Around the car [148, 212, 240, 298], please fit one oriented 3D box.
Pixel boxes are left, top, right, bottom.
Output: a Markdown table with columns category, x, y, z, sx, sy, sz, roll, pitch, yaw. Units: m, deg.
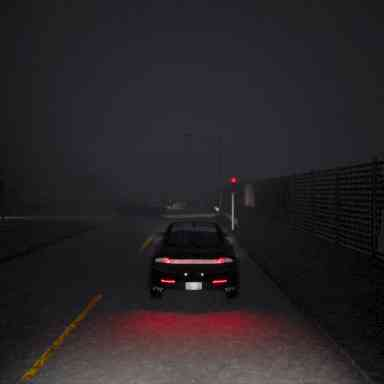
| category | x | y | z | sx | sy | sz | roll | pitch | yaw |
| --- | --- | --- | --- | --- | --- | --- | --- | --- | --- |
| car | 0.057 | 1.489 | 8.461 | 2.128 | 1.511 | 4.902 | 0 | 0 | 1 |

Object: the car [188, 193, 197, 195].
| category | x | y | z | sx | sy | sz | roll | pitch | yaw |
| --- | --- | --- | --- | --- | --- | --- | --- | --- | --- |
| car | 0.090 | 1.196 | 87.428 | 2.150 | 2.045 | 5.566 | 0 | 0 | 0 |

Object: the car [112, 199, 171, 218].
| category | x | y | z | sx | sy | sz | roll | pitch | yaw |
| --- | --- | --- | --- | --- | --- | --- | --- | --- | --- |
| car | -4.652 | 1.591 | 29.889 | 4.718 | 1.301 | 1.895 | 0 | 0 | -26 |

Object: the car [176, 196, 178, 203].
| category | x | y | z | sx | sy | sz | roll | pitch | yaw |
| --- | --- | --- | --- | --- | --- | --- | --- | --- | --- |
| car | -4.002 | 1.581 | 60.668 | 1.895 | 1.301 | 4.718 | 0 | 0 | 0 |

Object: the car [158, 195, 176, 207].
| category | x | y | z | sx | sy | sz | roll | pitch | yaw |
| --- | --- | --- | --- | --- | --- | --- | --- | --- | --- |
| car | -4.040 | 1.335 | 51.300 | 2.097 | 1.767 | 4.553 | 0 | 0 | 0 |

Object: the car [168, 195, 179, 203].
| category | x | y | z | sx | sy | sz | roll | pitch | yaw |
| --- | --- | --- | --- | --- | --- | --- | --- | --- | --- |
| car | -3.923 | 1.454 | 71.103 | 1.882 | 1.535 | 5.008 | 0 | 0 | 0 |

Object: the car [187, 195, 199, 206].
| category | x | y | z | sx | sy | sz | roll | pitch | yaw |
| --- | --- | --- | --- | --- | --- | --- | --- | --- | --- |
| car | 0.169 | 1.582 | 55.092 | 1.895 | 1.301 | 4.718 | 0 | 0 | 0 |
